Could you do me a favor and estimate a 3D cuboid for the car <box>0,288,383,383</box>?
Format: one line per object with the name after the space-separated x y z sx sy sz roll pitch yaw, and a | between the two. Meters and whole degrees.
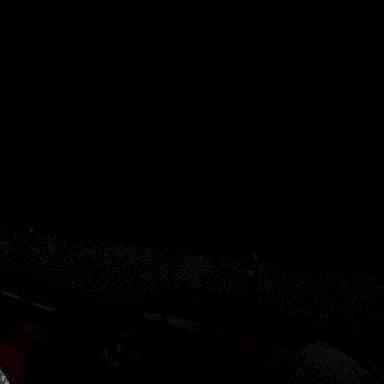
-0.212 1.587 3.006 4.206 1.307 1.802 0 -1 35 | car
